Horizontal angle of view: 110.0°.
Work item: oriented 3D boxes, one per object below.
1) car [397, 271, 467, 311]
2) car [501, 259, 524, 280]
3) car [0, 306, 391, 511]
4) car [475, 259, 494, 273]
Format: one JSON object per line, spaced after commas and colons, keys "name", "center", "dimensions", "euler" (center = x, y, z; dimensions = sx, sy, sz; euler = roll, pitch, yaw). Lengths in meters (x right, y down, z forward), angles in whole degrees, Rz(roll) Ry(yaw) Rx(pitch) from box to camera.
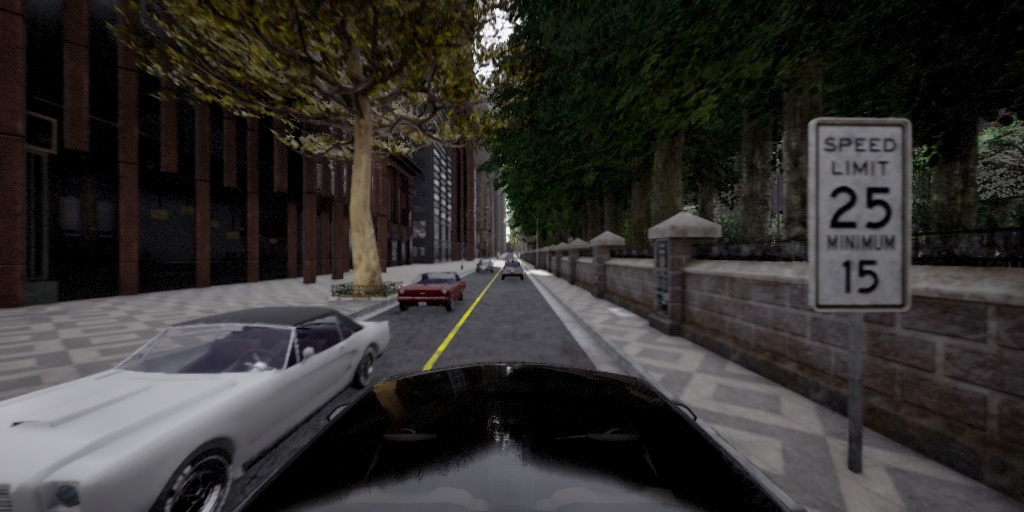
{"name": "car", "center": [-3.003, 1.295, 14.267], "dimensions": [1.895, 1.301, 4.718], "euler": [0, 0, 0]}
{"name": "car", "center": [0.051, 1.187, 30.151], "dimensions": [2.033, 1.411, 5.357], "euler": [0, 0, 0]}
{"name": "car", "center": [-3.063, 1.340, 4.049], "dimensions": [1.895, 1.301, 4.718], "euler": [0, 0, 0]}
{"name": "car", "center": [-3.018, 1.107, 40.521], "dimensions": [2.128, 1.511, 4.902], "euler": [0, 0, 0]}
